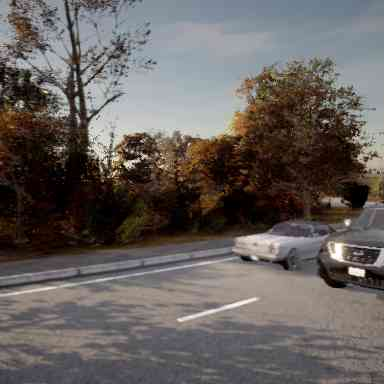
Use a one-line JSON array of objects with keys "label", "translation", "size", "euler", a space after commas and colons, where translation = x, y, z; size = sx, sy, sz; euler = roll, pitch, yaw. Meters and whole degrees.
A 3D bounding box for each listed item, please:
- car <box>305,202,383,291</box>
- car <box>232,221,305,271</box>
[{"label": "car", "translation": [5.440, 1.284, 8.432], "size": [5.566, 2.045, 2.150], "euler": [1, -1, -39]}, {"label": "car", "translation": [3.574, 1.690, 11.430], "size": [4.718, 1.301, 1.895], "euler": [1, -1, -40]}]
